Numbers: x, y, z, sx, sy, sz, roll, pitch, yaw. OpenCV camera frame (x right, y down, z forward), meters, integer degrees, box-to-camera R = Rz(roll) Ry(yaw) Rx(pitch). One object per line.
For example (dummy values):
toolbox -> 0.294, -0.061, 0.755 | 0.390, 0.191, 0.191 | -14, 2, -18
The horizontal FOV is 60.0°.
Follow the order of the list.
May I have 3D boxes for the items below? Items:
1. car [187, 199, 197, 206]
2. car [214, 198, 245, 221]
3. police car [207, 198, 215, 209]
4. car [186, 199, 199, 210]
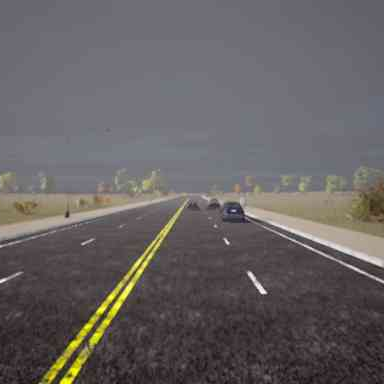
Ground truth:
car -> 0.006, 1.916, 61.064 | 1.895, 1.301, 4.718 | 0, 0, 0
car -> 3.331, 1.581, 28.669 | 2.033, 1.649, 4.856 | 0, 0, 0
police car -> 3.270, 1.761, 50.288 | 2.038, 1.542, 4.974 | 0, -1, 0
car -> 0.104, 1.793, 47.563 | 2.033, 1.411, 5.357 | 0, 0, 0
